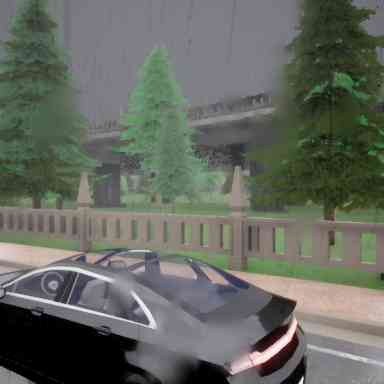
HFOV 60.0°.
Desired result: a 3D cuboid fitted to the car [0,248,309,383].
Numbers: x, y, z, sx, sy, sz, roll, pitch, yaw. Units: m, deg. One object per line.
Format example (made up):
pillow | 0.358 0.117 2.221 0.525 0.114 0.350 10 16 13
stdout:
car | -1.117 1.492 4.203 4.902 1.511 2.128 0 0 33
